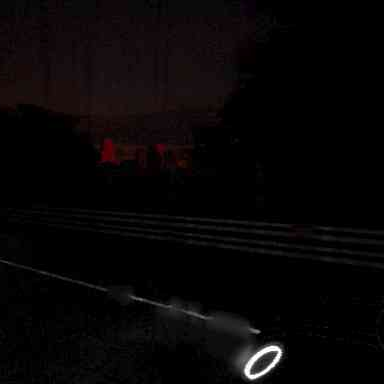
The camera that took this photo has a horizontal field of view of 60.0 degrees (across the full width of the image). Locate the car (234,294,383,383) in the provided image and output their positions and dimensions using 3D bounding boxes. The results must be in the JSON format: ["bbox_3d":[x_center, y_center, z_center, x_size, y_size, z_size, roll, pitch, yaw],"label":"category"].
[{"bbox_3d":[2.538,1.364,2.183,4.553,1.767,2.097,1,1,35],"label":"car"}]
